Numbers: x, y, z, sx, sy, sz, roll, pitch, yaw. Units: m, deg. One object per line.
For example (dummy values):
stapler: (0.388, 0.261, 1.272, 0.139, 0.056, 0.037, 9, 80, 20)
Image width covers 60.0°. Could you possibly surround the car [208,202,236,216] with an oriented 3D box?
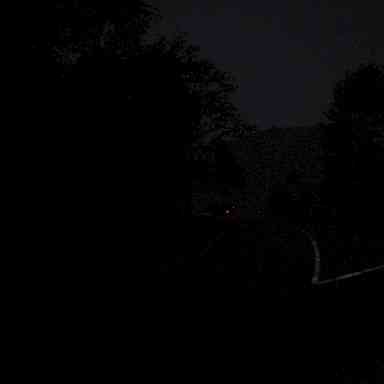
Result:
car: (3.034, 1.708, 35.160, 1.895, 1.301, 4.718, -6, 0, -12)
